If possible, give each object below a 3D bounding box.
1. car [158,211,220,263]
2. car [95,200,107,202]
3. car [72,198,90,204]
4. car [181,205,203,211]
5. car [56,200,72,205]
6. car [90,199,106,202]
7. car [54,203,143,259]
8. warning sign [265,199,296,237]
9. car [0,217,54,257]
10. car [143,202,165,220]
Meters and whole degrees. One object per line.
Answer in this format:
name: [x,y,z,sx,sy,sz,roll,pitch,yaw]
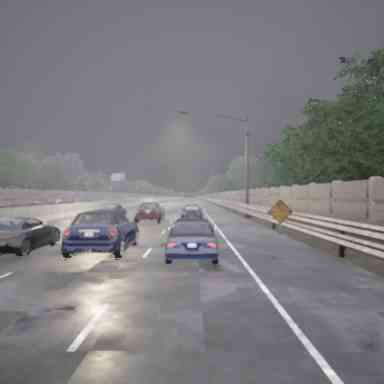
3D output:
car: [0.003,1.678,12.533,2.033,1.411,5.357,0,-1,0]
car: [-6.989,1.772,29.239,1.882,1.535,5.008,0,0,0]
car: [-21.031,1.976,64.557,2.097,1.767,4.553,0,-1,0]
car: [0.008,1.817,28.896,1.812,1.442,4.674,0,0,0]
car: [-24.527,2.216,64.476,1.895,1.301,4.718,0,-1,0]
car: [-17.535,2.099,64.533,1.882,1.535,5.008,0,0,0]
car: [-3.489,1.490,13.442,2.097,1.767,4.553,0,-1,0]
warning sign: [4.531,1.292,17.103,1.300,1.860,1.060,-1,-1,0]
car: [-6.988,1.705,13.532,1.994,1.385,4.181,0,-1,0]
car: [-3.496,1.638,28.438,2.097,1.767,4.553,0,-1,0]
